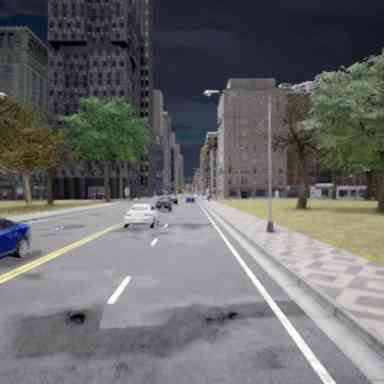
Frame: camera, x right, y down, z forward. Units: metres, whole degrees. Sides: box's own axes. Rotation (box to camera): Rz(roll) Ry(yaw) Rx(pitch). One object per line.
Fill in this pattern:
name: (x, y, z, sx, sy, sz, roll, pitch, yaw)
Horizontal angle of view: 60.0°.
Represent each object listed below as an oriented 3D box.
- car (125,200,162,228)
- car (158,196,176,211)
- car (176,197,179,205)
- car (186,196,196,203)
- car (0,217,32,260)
car: (-3.242, 1.511, 21.982, 1.812, 1.442, 4.674, 0, 0, 0)
car: (-3.322, 1.483, 39.967, 1.837, 1.490, 4.892, 0, 0, 0)
car: (-3.403, 1.462, 58.403, 1.882, 1.535, 5.008, 0, 0, 0)
car: (-0.296, 1.468, 68.937, 1.882, 1.535, 5.008, 0, 0, 0)
car: (-6.639, 1.478, 9.809, 1.882, 1.535, 5.008, 0, 0, 0)
